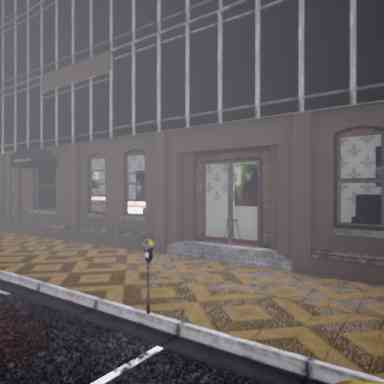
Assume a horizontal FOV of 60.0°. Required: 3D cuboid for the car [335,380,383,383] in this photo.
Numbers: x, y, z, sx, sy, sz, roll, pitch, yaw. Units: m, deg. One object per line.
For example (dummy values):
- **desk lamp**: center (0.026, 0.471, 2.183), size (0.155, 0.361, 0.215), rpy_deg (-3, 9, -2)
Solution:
- **car**: center (2.619, 1.527, 1.005), size (4.829, 1.417, 1.752), rpy_deg (0, 0, 36)
